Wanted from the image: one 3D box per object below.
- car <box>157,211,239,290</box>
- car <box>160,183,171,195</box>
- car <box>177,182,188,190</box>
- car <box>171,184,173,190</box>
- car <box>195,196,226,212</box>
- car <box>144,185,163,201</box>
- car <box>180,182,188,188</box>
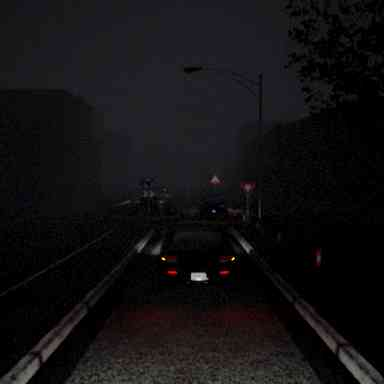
[{"bbox_3d":[0.125,1.485,8.891,1.812,1.442,4.674,0,1,0],"label":"car"},{"bbox_3d":[-5.228,-0.493,56.726,2.097,1.767,4.553,0,3,0],"label":"car"},{"bbox_3d":[-2.133,-1.088,71.887,1.895,1.301,4.718,0,2,0],"label":"car"},{"bbox_3d":[-5.144,-1.150,71.698,2.128,1.511,4.902,0,3,0],"label":"car"},{"bbox_3d":[1.343,1.029,24.658,1.882,1.535,5.008,1,2,-3],"label":"car"},{"bbox_3d":[-5.267,0.261,44.305,1.812,1.442,4.674,0,5,-1],"label":"car"},{"bbox_3d":[-2.140,-1.854,86.761,1.882,1.535,5.008,0,2,0],"label":"car"}]
